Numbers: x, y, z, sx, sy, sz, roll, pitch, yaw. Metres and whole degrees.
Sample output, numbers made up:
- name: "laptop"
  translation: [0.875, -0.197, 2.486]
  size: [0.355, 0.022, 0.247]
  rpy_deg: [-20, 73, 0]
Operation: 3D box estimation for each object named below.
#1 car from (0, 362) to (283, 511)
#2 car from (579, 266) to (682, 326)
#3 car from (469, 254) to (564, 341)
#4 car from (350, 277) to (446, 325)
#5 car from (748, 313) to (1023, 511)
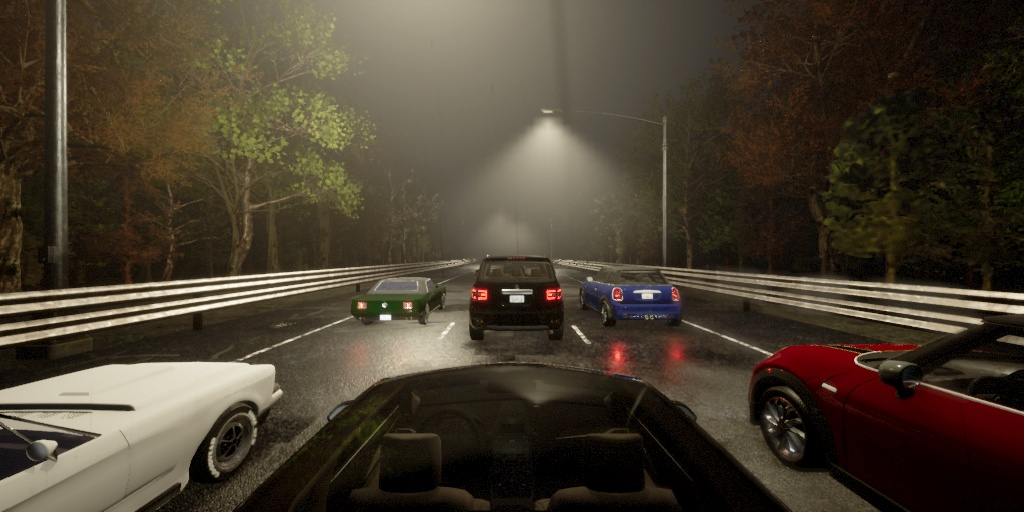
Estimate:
- name: "car"
  translation: [-3.401, 1.351, 1.707]
  size: [1.895, 1.301, 4.718]
  rpy_deg: [0, 0, 0]
- name: "car"
  translation: [3.605, 1.099, 11.744]
  size: [2.097, 1.767, 4.553]
  rpy_deg: [0, 0, -1]
- name: "car"
  translation: [0.103, 0.970, 10.045]
  size: [2.150, 2.045, 5.566]
  rpy_deg: [0, 0, 0]
- name: "car"
  translation: [-3.395, 1.348, 11.762]
  size: [1.895, 1.301, 4.718]
  rpy_deg: [0, 0, -1]
- name: "car"
  translation: [3.595, 1.102, 1.992]
  size: [2.097, 1.767, 4.553]
  rpy_deg: [0, 0, 0]
